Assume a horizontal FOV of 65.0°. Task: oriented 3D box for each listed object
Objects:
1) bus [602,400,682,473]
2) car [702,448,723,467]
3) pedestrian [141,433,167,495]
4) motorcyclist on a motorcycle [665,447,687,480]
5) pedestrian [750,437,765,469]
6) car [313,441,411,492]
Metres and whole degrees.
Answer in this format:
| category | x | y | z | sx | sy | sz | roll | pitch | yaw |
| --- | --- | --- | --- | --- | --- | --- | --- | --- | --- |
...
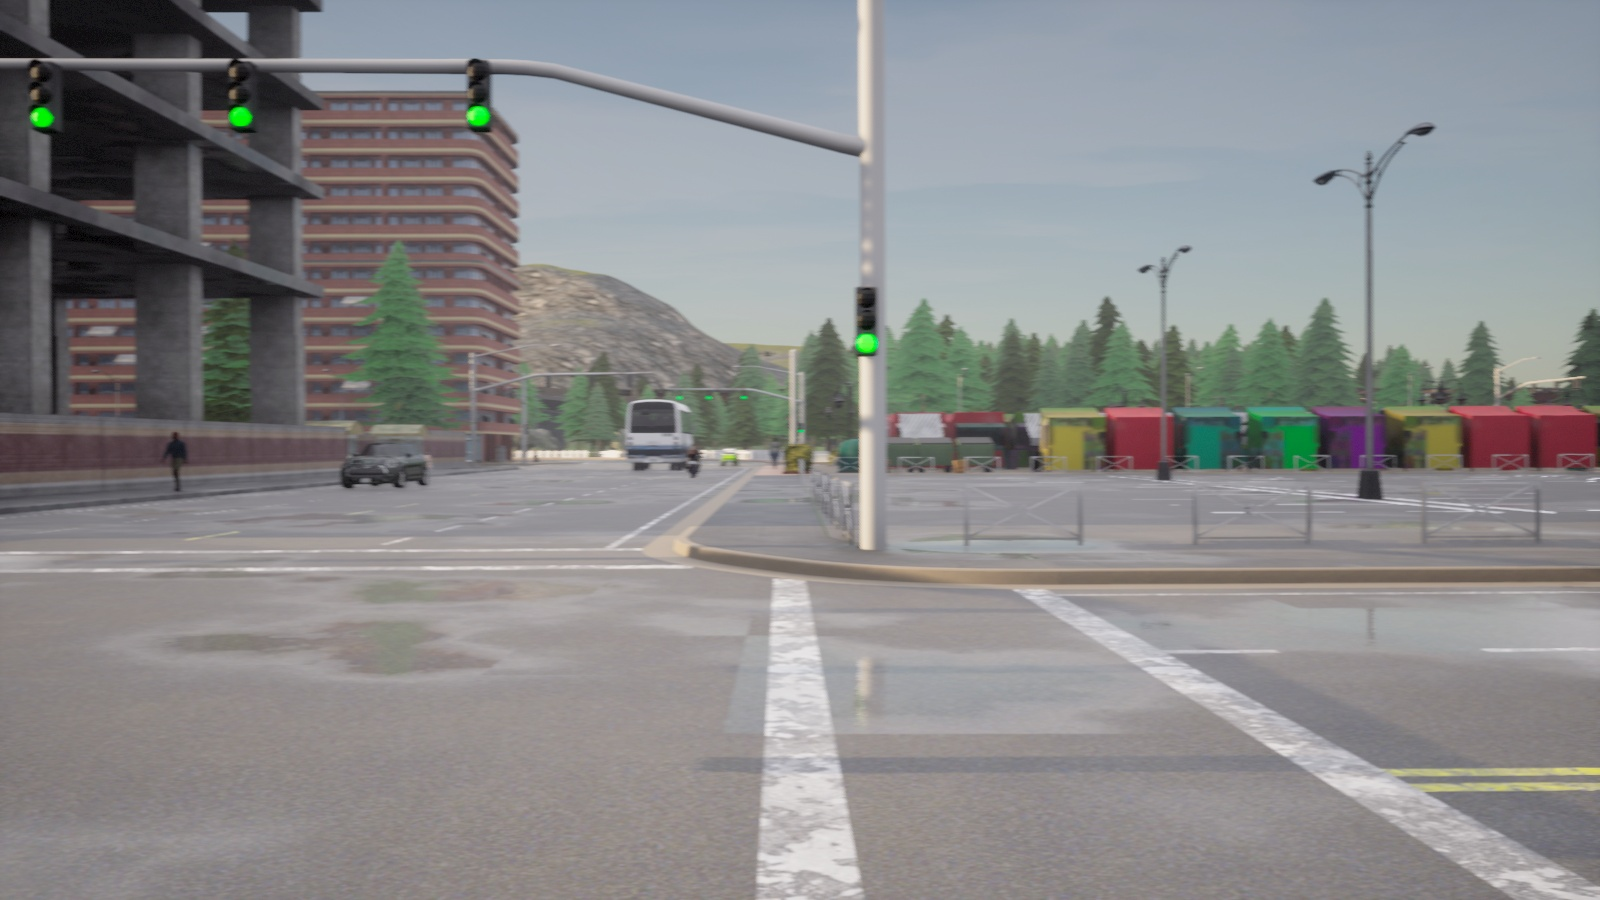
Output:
| category | x | y | z | sx | sy | sz | roll | pitch | yaw |
| --- | --- | --- | --- | --- | --- | --- | --- | --- | --- |
| bus | -9.773 | -0.822 | 79.117 | 3.944 | 4.253 | 10.273 | -1 | 0 | -1 |
| car | -6.655 | 0.573 | 95.667 | 1.481 | 1.376 | 2.207 | -1 | 0 | -1 |
| pedestrian | -19.177 | 0.413 | 37.264 | 0.370 | 1.835 | 0.726 | 0 | 0 | 1 |
| motorcyclist on a motorcycle | -5.769 | 0.615 | 58.596 | 0.866 | 1.530 | 2.191 | -1 | 0 | -1 |
| pedestrian | -2.449 | 0.165 | 72.120 | 0.874 | 1.855 | 0.900 | -1 | 0 | -2 |
| car | -15.974 | 0.564 | 46.089 | 2.097 | 1.767 | 4.553 | -1 | 0 | -1 |
